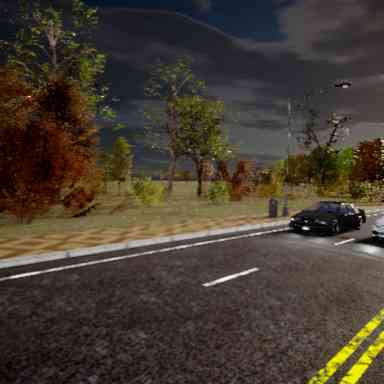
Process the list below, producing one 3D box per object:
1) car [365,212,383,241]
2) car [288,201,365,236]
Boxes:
[{"bbox_3d":[9.196,1.289,14.030,4.674,1.442,1.812,0,3,-45],"label":"car"},{"bbox_3d":[6.808,1.170,16.261,2.033,1.411,5.357,3,3,45],"label":"car"}]
